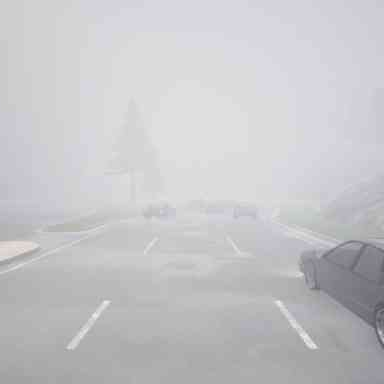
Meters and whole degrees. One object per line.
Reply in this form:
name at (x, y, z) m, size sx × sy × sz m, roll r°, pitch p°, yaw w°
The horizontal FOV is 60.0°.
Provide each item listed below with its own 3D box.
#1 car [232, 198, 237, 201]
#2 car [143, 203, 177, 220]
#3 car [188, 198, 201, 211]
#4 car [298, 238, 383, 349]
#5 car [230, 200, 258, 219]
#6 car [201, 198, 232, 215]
car at (5.325, 1.526, 44.211) m, size 1.812 × 1.442 × 4.674 m, roll 0°, pitch 0°, yaw 16°
car at (-2.590, 1.600, 28.160) m, size 1.895 × 1.301 × 4.718 m, roll 0°, pitch 0°, yaw 9°
car at (0.842, 1.491, 41.112) m, size 2.128 × 1.511 × 4.902 m, roll 0°, pitch 0°, yaw 16°
car at (3.600, 1.547, 5.961) m, size 2.033 × 1.411 × 5.357 m, roll 0°, pitch 0°, yaw 0°
car at (4.671, 1.601, 28.640) m, size 1.895 × 1.301 × 4.718 m, roll 0°, pitch 0°, yaw 12°
car at (2.563, 1.526, 34.251) m, size 1.812 × 1.442 × 4.674 m, roll 0°, pitch 0°, yaw 15°
